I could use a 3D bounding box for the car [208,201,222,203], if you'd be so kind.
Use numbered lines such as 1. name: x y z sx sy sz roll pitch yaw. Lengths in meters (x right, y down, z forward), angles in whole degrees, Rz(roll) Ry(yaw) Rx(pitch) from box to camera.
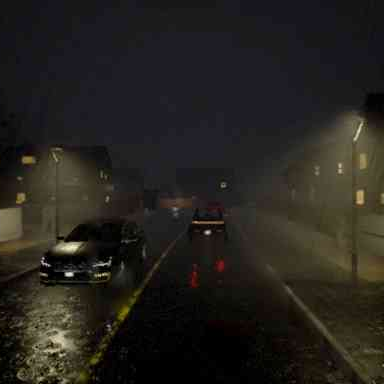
1. car: 2.311 1.632 33.397 1.882 1.535 5.008 0 -1 5

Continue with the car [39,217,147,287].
1. car: -2.517 1.542 9.551 1.837 1.490 4.892 0 -1 3

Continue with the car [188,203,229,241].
1. car: 0.848 1.556 16.876 2.128 1.511 4.902 0 0 4
